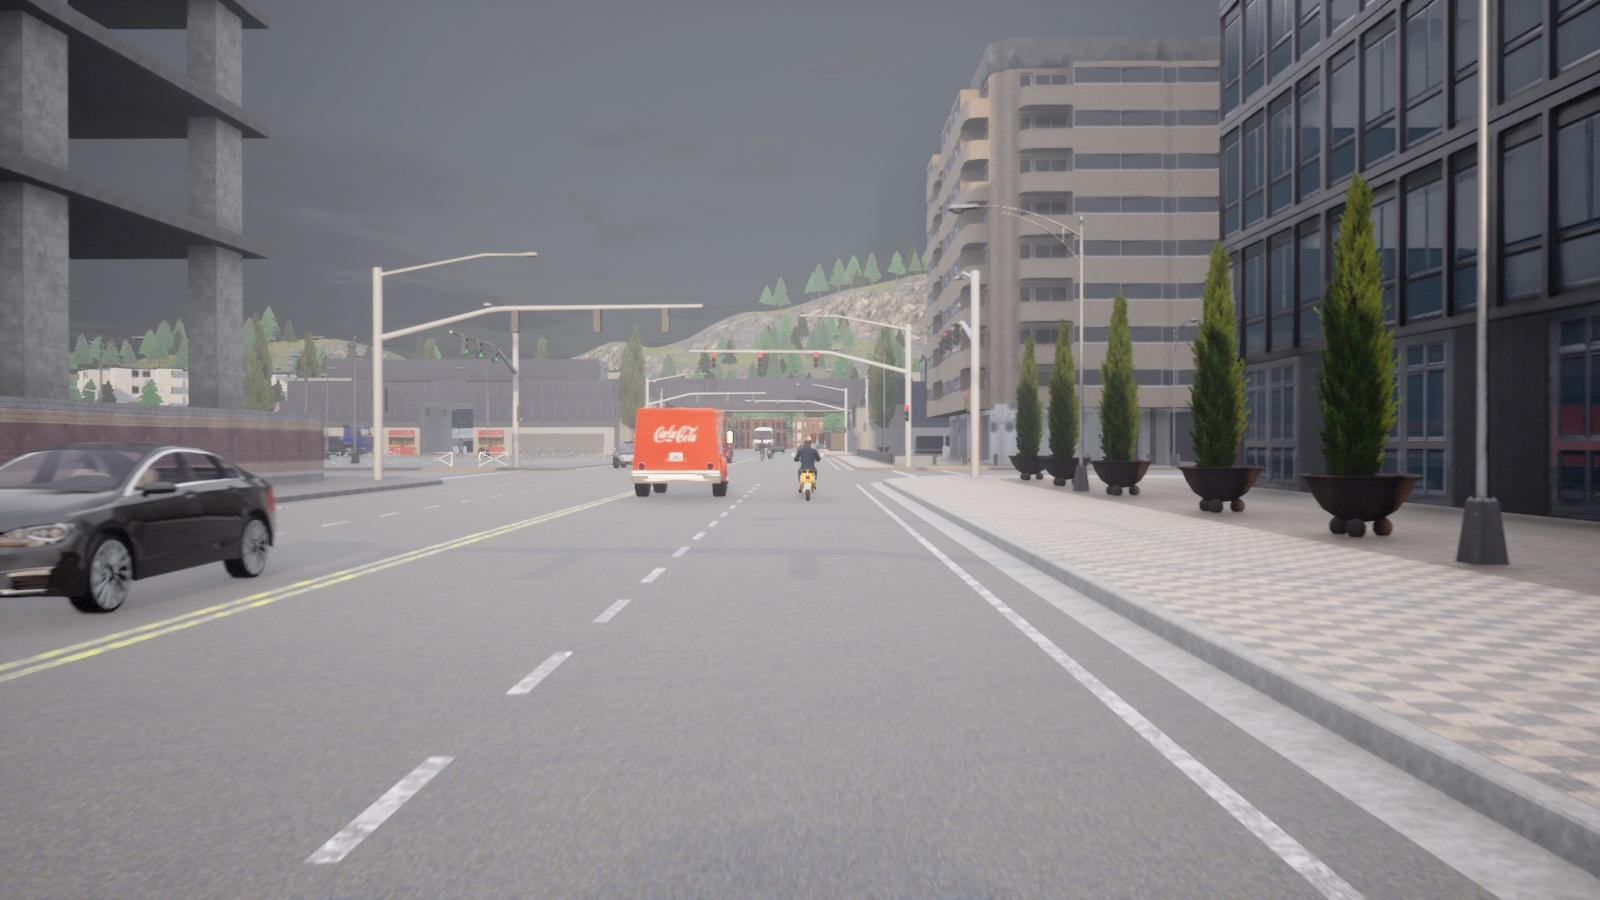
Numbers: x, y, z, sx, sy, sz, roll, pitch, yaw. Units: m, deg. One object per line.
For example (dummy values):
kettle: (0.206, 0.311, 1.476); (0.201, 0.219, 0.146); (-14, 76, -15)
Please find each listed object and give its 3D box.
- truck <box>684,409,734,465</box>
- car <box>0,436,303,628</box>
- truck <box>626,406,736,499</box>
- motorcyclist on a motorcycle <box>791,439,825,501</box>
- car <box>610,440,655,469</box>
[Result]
truck: (-6.471, -0.932, 90.210); (2.891, 3.827, 8.468); (0, 0, 0)
car: (-6.915, 0.628, 12.304); (2.128, 1.511, 4.902); (0, 0, 0)
truck: (-3.281, 0.055, 35.828); (2.627, 2.467, 5.204); (0, 0, 0)
motorcyclist on a motorcycle: (0.203, 0.514, 33.108); (0.866, 1.590, 1.817); (0, 0, 0)
car: (-10.055, 0.242, 75.625); (2.033, 1.649, 4.856); (0, 0, 0)
